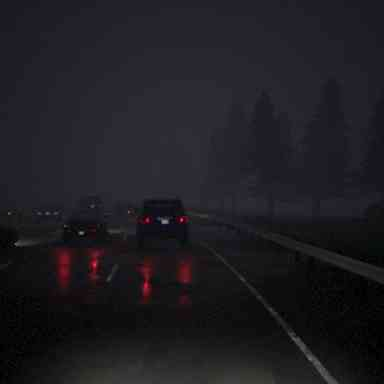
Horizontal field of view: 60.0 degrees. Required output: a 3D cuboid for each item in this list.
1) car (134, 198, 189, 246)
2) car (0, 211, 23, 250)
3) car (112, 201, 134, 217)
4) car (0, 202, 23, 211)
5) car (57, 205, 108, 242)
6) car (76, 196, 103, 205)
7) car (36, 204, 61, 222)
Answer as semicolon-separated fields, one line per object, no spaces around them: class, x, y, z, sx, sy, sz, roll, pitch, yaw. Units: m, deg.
car;-1.541;1.312;15.931;2.150;2.045;5.566;0;0;-10
car;-7.945;1.620;11.739;2.033;1.411;5.357;0;0;-8
car;-7.088;1.705;34.515;1.837;1.490;4.892;0;-1;-23
car;-17.619;1.722;32.460;1.812;1.442;4.674;0;0;-24
car;-5.338;1.626;16.907;1.812;1.442;4.674;0;0;-11
car;-9.956;1.411;32.451;2.150;2.045;5.566;0;-1;-21
car;-11.988;1.715;27.967;2.033;1.411;5.357;0;0;-20
